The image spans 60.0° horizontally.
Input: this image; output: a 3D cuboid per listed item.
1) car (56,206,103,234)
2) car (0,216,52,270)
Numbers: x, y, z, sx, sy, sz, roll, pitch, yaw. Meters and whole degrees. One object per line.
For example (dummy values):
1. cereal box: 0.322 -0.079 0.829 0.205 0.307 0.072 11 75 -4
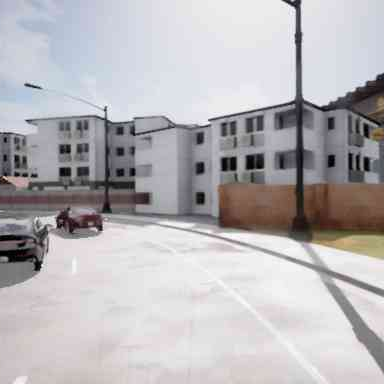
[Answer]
1. car: -6.621 1.531 19.480 1.812 1.442 4.674 0 0 -34
2. car: -5.718 1.516 10.763 2.128 1.511 4.902 0 0 -21
